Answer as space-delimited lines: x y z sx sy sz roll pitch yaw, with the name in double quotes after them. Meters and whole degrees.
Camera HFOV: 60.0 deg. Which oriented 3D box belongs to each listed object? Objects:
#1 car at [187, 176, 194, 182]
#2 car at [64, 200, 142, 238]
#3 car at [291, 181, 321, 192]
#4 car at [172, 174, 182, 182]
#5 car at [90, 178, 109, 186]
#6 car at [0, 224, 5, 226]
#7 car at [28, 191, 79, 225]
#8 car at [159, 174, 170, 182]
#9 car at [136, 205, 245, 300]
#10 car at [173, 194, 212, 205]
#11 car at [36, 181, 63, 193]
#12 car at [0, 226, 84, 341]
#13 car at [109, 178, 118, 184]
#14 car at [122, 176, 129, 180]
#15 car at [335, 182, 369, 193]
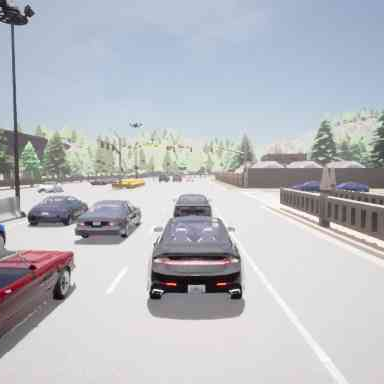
-0.447 -3.452 89.659 1.812 1.442 4.674 0 3 0 "car"
-3.465 1.051 14.607 2.033 1.411 5.357 0 3 0 "car"
15.003 -0.614 42.217 4.674 1.442 1.812 0 3 2 "car"
-3.933 -3.607 86.986 2.150 2.045 5.566 0 3 0 "car"
-17.846 -1.793 63.211 1.895 1.301 4.718 0 3 0 "car"
-6.936 1.283 8.813 1.882 1.535 5.008 0 2 0 "car"
-6.979 0.880 17.785 1.994 1.385 4.181 0 3 0 "car"
-7.433 -3.605 86.968 2.150 2.045 5.566 0 3 0 "car"
0.068 1.328 8.024 2.128 1.511 4.902 0 2 0 "car"
0.026 0.817 17.446 1.882 1.535 5.008 0 3 -1 "car"
-17.796 -0.591 41.837 1.812 1.442 4.674 0 3 -1 "car"
-3.420 1.528 5.092 1.895 1.301 4.718 0 1 0 "car"
-17.867 -2.501 74.031 2.033 1.411 5.357 0 3 0 "car"
-17.945 -3.486 89.212 1.812 1.442 4.674 0 3 0 "car"
18.040 -0.399 38.624 4.674 1.442 1.812 0 3 2 "car"
